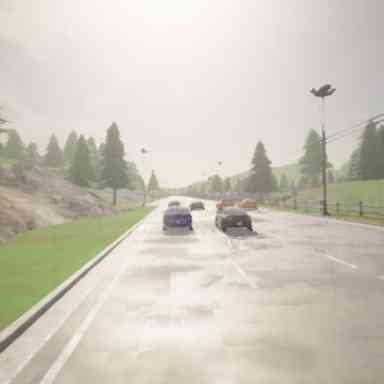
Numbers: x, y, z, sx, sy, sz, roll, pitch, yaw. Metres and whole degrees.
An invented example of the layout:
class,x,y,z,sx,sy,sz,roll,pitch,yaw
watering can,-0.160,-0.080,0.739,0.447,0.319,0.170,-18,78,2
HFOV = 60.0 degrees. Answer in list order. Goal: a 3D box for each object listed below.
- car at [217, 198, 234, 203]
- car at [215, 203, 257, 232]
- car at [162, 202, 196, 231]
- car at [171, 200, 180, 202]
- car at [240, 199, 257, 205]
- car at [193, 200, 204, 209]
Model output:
class,x,y,z,sx,sy,sz,roll,pitch,yaw
car,4.666,1.683,46.583,2.097,1.767,4.553,-1,0,-3
car,2.603,1.670,21.317,1.812,1.442,4.674,-1,0,-3
car,-0.978,1.689,22.630,1.882,1.535,5.008,-1,-1,-3
car,-2.488,1.969,49.157,1.837,1.490,4.892,-1,0,-3
car,8.063,1.773,48.529,1.882,1.535,5.008,-1,0,-3
car,0.842,2.002,52.245,1.994,1.385,4.181,-1,0,-3
